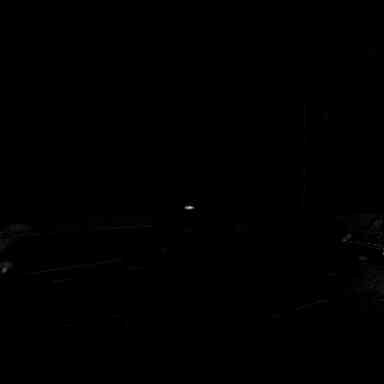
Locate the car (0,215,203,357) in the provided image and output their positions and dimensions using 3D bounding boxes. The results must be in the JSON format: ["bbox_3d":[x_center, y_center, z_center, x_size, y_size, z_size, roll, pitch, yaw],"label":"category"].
[{"bbox_3d":[-2.129,1.328,5.128,5.009,1.841,2.192,1,0,-35],"label":"car"}]

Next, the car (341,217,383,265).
[{"bbox_3d":[7.006,1.584,11.638,4.097,1.590,1.967,1,0,-35],"label":"car"}]
